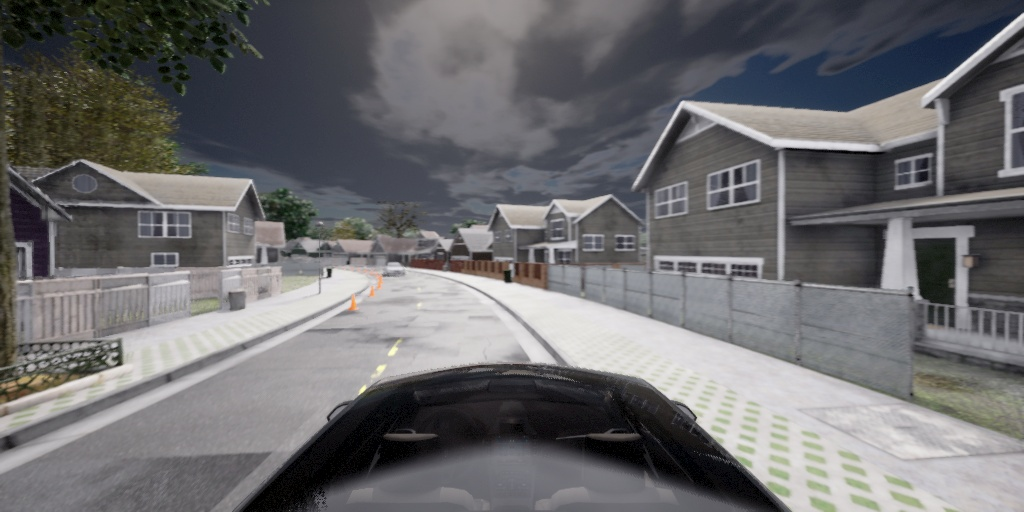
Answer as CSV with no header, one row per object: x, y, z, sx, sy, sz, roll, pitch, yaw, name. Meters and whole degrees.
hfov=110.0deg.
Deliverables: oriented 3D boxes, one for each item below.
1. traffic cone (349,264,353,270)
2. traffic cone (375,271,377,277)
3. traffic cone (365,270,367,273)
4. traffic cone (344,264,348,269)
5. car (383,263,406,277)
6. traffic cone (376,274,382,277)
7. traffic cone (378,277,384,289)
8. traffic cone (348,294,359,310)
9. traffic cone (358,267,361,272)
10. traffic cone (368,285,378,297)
-23.963,1.861,53.748,0.340,0.580,0.340,0,0,-36,traffic cone
-11.984,1.872,32.530,0.340,0.580,0.340,0,0,-23,traffic cone
-18.579,1.882,45.602,0.340,0.580,0.340,0,0,-31,traffic cone
-26.936,1.853,57.623,0.340,0.580,0.340,0,0,-39,traffic cone
-12.752,1.437,38.758,1.812,1.442,4.674,-1,0,-26,car
-10.202,1.855,27.983,0.340,0.580,0.340,0,0,-20,traffic cone
-8.634,1.831,23.358,0.340,0.580,0.340,0,0,-17,traffic cone
-6.153,1.773,13.912,0.340,0.580,0.340,0,0,-12,traffic cone
-21.176,1.872,49.738,0.340,0.580,0.340,0,0,-33,traffic cone
-7.283,1.802,18.664,0.340,0.580,0.340,0,0,-15,traffic cone
